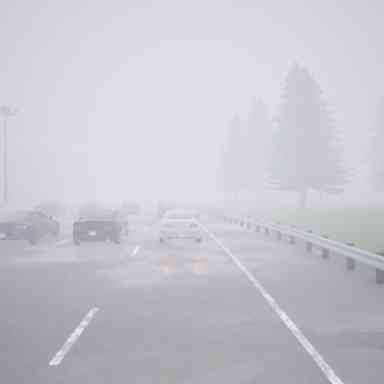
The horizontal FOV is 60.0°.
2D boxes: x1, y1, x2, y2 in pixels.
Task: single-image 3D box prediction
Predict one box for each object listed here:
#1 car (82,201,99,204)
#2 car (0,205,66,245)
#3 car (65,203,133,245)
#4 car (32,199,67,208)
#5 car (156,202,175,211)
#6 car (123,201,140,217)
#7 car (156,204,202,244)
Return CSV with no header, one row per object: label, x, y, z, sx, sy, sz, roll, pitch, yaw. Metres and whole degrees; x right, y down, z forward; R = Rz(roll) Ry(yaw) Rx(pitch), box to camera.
car,-9.358,1.530,30.851,1.812,1.442,4.674,0,0,-9
car,-7.590,1.530,15.295,1.812,1.442,4.674,0,0,-4
car,-4.100,1.482,15.559,1.882,1.535,5.008,0,0,-4
car,-12.818,1.482,30.325,1.882,1.535,5.008,0,0,-9
car,-2.442,1.614,31.933,1.895,1.301,4.718,0,0,-9
car,-5.897,1.570,31.377,1.994,1.385,4.181,0,0,-9
car,-0.610,1.530,15.823,1.812,1.442,4.674,0,0,-4
